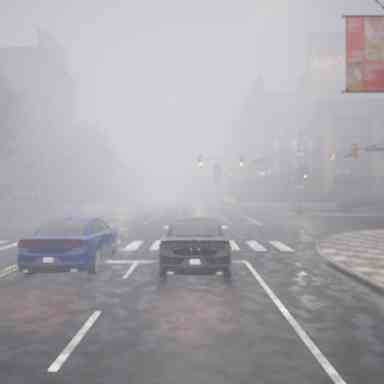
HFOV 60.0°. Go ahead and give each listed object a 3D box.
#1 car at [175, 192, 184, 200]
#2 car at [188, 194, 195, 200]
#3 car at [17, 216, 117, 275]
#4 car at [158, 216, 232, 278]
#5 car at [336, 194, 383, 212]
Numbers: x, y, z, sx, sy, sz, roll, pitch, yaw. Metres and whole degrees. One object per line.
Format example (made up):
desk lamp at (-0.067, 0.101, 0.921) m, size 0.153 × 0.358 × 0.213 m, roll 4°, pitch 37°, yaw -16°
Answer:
car at (-3.559, 1.528, 89.650) m, size 2.033 × 1.411 × 5.357 m, roll 0°, pitch 0°, yaw 0°
car at (-0.060, 1.514, 90.486) m, size 1.812 × 1.442 × 4.674 m, roll 0°, pitch 0°, yaw 0°
car at (-3.603, 1.478, 10.481) m, size 1.882 × 1.535 × 5.008 m, roll 0°, pitch 0°, yaw -3°
car at (0.118, 1.477, 10.243) m, size 1.882 × 1.535 × 5.008 m, roll 0°, pitch 0°, yaw 1°
car at (19.969, 1.217, 39.084) m, size 5.566 × 2.045 × 2.150 m, roll 0°, pitch 0°, yaw 0°
